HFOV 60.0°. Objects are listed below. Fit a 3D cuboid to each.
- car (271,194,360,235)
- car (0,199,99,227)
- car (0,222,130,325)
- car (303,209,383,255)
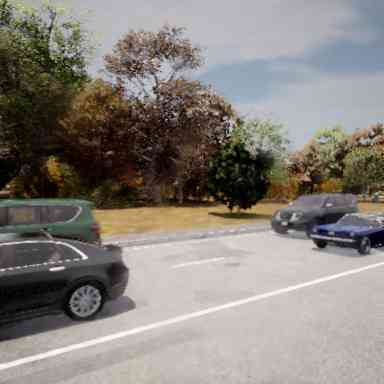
[{"bbox_3d":[6.558,1.127,17.252,5.566,2.045,2.150,0,0,-36],"label":"car"},{"bbox_3d":[-5.187,1.219,8.796,5.566,2.045,2.150,0,0,-35],"label":"car"},{"bbox_3d":[-3.497,1.502,5.716,4.892,1.490,1.837,0,0,-35],"label":"car"},{"bbox_3d":[6.749,1.521,13.088,4.718,1.301,1.895,-1,0,-35],"label":"car"}]
